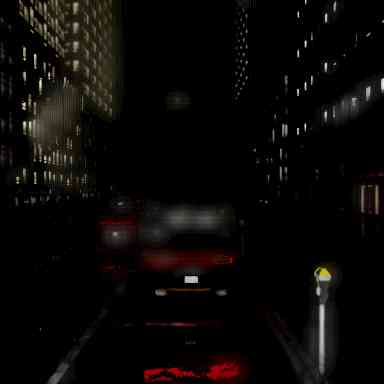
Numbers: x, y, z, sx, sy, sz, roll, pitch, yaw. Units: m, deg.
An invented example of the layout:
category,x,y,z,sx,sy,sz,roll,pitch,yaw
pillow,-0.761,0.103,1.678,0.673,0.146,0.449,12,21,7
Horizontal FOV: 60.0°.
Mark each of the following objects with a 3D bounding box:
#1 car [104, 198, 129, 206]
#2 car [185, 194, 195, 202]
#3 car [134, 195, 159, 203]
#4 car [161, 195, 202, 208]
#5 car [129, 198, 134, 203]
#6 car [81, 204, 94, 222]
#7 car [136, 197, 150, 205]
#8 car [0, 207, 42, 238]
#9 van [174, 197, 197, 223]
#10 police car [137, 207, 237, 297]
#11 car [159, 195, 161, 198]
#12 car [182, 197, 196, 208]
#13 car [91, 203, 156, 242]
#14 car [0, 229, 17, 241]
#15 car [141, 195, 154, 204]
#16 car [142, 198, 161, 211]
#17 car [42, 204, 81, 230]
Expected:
category,x,y,z,sx,sy,sz,roll,pitch,yaw
car,-8.844,1.544,37.723,2.008,1.369,4.403,-1,0,0
car,-0.465,1.298,77.509,2.192,1.841,5.009,-1,0,0
car,-6.166,1.342,45.366,2.097,1.767,4.553,0,0,0
car,-0.465,1.311,20.672,2.192,1.841,5.009,-1,0,0
car,-8.843,1.541,49.090,2.008,1.369,4.403,-1,0,0
car,-8.843,1.577,26.356,1.802,1.307,4.206,-1,0,0
car,-8.843,1.570,60.458,1.802,1.307,4.206,-1,0,0
car,-8.843,1.542,14.989,1.887,1.381,4.507,-1,0,0
van,-0.465,1.336,26.356,1.690,1.788,3.998,-1,0,0
police car,-0.012,1.423,8.762,1.930,1.638,5.238,0,0,0
car,-8.843,1.509,77.339,1.752,1.417,4.829,-1,0,0
car,-0.463,1.541,49.090,2.008,1.369,4.403,-1,0,0
car,-3.124,1.504,16.234,1.837,1.490,4.892,0,1,1
car,-3.146,1.351,1.658,2.097,1.767,4.553,0,0,0
car,-8.845,1.426,66.141,1.967,1.590,4.097,-1,0,0
car,-3.125,1.559,31.261,1.994,1.385,4.181,0,0,1
car,-8.844,1.547,20.672,2.008,1.369,4.403,-1,0,0
